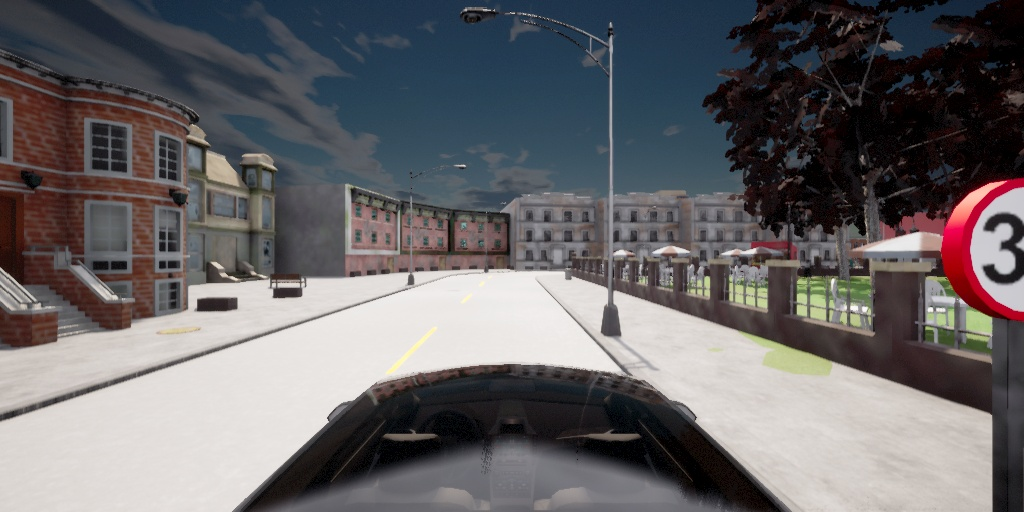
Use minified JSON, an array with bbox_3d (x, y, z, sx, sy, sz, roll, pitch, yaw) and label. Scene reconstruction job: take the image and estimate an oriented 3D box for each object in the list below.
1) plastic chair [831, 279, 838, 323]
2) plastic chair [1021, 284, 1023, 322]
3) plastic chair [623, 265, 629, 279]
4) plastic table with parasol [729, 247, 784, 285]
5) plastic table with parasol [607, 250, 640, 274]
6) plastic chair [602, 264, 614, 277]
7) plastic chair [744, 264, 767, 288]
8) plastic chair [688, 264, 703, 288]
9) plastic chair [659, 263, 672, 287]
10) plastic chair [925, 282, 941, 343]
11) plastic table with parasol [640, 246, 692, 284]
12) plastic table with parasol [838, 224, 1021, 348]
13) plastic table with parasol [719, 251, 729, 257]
[{"bbox_3d":[8.907,1.271,9.473,0.750,1.272,0.730,0,0,-40],"label":"plastic chair"},{"bbox_3d":[10.544,1.296,7.492,0.750,1.272,0.730,0,0,-35],"label":"plastic chair"},{"bbox_3d":[9.330,1.323,28.925,0.750,1.272,0.730,0,0,5],"label":"plastic chair"},{"bbox_3d":[15.979,0.659,23.013,2.482,2.480,2.482,0,0,-38],"label":"plastic table with parasol"},{"bbox_3d":[9.259,0.720,30.252,2.482,2.480,2.482,0,0,0],"label":"plastic table with parasol"},{"bbox_3d":[7.998,1.324,30.343,0.730,1.272,0.750,0,0,0],"label":"plastic chair"},{"bbox_3d":[15.144,1.281,22.281,0.730,1.272,0.750,0,0,-39],"label":"plastic chair"},{"bbox_3d":[10.994,1.252,21.542,0.750,1.272,0.730,0,0,-32],"label":"plastic chair"},{"bbox_3d":[9.063,1.255,21.832,0.730,1.272,0.750,0,0,-40],"label":"plastic chair"},{"bbox_3d":[8.612,1.286,7.723,0.730,1.272,0.750,0,0,-40],"label":"plastic chair"},{"bbox_3d":[10.049,0.614,22.555,2.482,2.480,2.482,0,0,-38],"label":"plastic table with parasol"},{"bbox_3d":[9.644,0.685,8.467,2.482,2.480,2.482,0,0,-40],"label":"plastic table with parasol"},{"bbox_3d":[17.437,0.720,27.831,2.482,2.480,2.482,0,0,-40],"label":"plastic table with parasol"}]
